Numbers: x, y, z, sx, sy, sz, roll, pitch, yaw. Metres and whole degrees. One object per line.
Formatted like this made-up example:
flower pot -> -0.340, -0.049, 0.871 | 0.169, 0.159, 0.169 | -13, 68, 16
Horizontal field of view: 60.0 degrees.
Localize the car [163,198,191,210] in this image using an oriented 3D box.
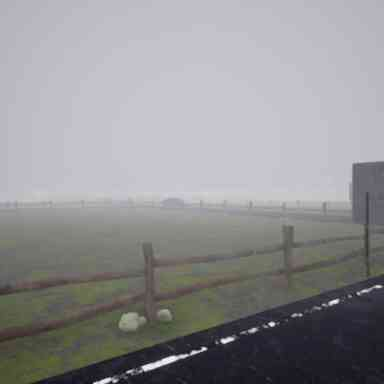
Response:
car -> -2.051, 1.520, 44.939 | 1.882, 1.535, 5.008 | -1, 0, -35
